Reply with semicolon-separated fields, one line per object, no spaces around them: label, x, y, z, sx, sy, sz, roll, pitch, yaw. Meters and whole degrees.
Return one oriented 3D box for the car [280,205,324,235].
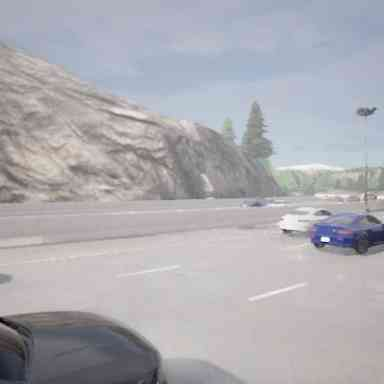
car;6.592;1.547;17.987;4.674;1.442;1.812;0;0;-40

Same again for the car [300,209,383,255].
car;6.588;1.540;13.425;4.674;1.442;1.812;0;0;-39

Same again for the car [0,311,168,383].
car;-2.445;1.511;2.089;4.892;1.490;1.837;0;0;-36
